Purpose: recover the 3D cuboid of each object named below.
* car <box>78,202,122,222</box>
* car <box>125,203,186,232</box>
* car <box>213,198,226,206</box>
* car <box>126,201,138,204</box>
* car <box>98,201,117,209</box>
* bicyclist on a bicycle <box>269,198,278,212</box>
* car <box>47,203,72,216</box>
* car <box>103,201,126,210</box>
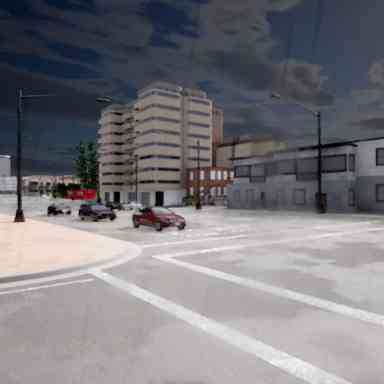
[{"bbox_3d":[-8.588,1.841,29.775,2.033,1.411,5.357,0,-1,-37],"label":"car"},{"bbox_3d":[-2.257,1.647,21.363,1.812,1.442,4.674,0,-1,-37],"label":"car"},{"bbox_3d":[5.599,1.819,60.118,1.970,1.475,3.806,0,-1,-37],"label":"car"},{"bbox_3d":[-9.955,2.288,55.133,1.812,1.442,4.674,0,-1,-37],"label":"car"},{"bbox_3d":[-16.187,2.395,63.331,1.812,1.442,4.674,0,0,-37],"label":"car"},{"bbox_3d":[9.563,1.534,38.878,1.656,1.620,0.582,0,-1,-37],"label":"bicyclist on a bicycle"},{"bbox_3d":[-15.691,2.052,39.242,2.128,1.511,4.902,0,-1,-37],"label":"car"},{"bbox_3d":[-12.817,2.267,53.110,1.837,1.490,4.892,0,-1,-36],"label":"car"}]
